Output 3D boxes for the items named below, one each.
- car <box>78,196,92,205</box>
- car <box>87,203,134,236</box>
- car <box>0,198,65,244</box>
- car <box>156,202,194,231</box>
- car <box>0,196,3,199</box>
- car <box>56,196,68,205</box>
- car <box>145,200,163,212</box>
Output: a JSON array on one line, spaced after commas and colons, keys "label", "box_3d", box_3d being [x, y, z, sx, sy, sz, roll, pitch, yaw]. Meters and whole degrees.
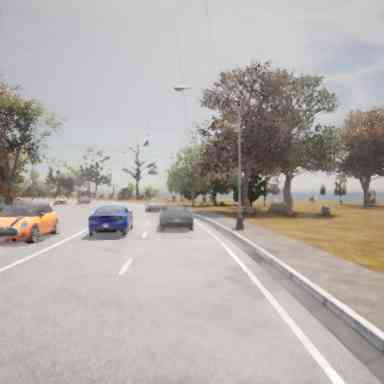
[{"label": "car", "box_3d": [-18.179, 1.404, 56.180, 1.812, 1.442, 4.674, 0, 0, -24]}, {"label": "car", "box_3d": [-4.299, 1.442, 18.154, 1.882, 1.535, 5.008, 0, 0, -5]}, {"label": "car", "box_3d": [-7.791, 1.325, 15.431, 2.097, 1.767, 4.553, 0, 0, -5]}, {"label": "car", "box_3d": [-1.040, 1.522, 20.503, 1.994, 1.385, 4.181, 0, 0, -6]}, {"label": "car", "box_3d": [-11.368, 1.194, 16.752, 2.150, 2.045, 5.566, 0, 0, -5]}, {"label": "car", "box_3d": [-22.293, 1.348, 56.701, 1.882, 1.535, 5.008, 0, 0, -25]}, {"label": "car", "box_3d": [-4.284, 1.525, 38.390, 1.895, 1.301, 4.718, 0, 0, -14]}]
